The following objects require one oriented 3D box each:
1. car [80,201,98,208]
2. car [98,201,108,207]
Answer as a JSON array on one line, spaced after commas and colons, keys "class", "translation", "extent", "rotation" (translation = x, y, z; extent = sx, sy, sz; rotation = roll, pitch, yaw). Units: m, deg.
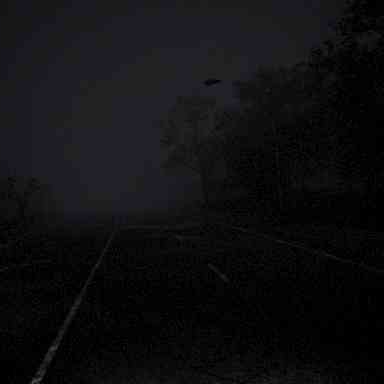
[{"class": "car", "translation": [-27.978, 3.509, 90.139], "extent": [1.994, 1.385, 4.181], "rotation": [-5, 0, -34]}, {"class": "car", "translation": [-24.717, 3.212, 91.535], "extent": [1.812, 1.442, 4.674], "rotation": [-5, 0, -34]}]
